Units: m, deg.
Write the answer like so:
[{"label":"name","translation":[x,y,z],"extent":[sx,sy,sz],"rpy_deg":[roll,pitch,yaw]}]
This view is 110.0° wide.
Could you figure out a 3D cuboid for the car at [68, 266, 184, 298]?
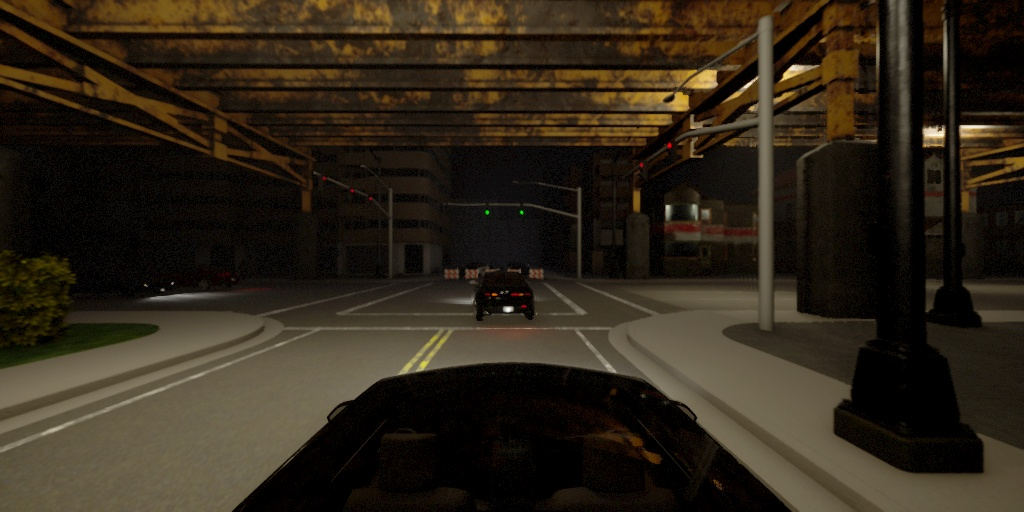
[{"label":"car","translation":[-20.486,1.342,18.282],"extent":[5.357,1.411,2.033],"rpy_deg":[0,0,0]}]

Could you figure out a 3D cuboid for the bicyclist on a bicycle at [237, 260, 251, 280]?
[{"label":"bicyclist on a bicycle","translation":[-21.879,1.128,29.261],"extent":[0.582,1.620,1.656],"rpy_deg":[0,0,0]}]

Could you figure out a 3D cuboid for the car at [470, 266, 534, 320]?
[{"label":"car","translation":[-0.430,1.288,12.882],"extent":[1.837,1.490,4.892],"rpy_deg":[0,0,-8]}]

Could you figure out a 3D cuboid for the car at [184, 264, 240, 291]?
[{"label":"car","translation":[-19.611,1.282,22.016],"extent":[5.008,1.535,1.882],"rpy_deg":[0,0,-1]}]
